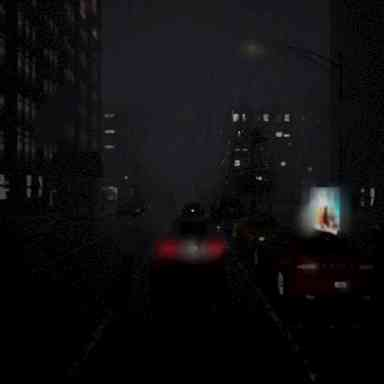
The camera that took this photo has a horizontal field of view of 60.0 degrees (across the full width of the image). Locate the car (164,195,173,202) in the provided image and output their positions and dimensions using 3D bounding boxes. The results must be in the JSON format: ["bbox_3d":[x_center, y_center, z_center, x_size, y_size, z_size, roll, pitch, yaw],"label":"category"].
[{"bbox_3d":[-5.677,1.535,79.415,1.752,1.417,4.829,1,0,0],"label":"car"}]

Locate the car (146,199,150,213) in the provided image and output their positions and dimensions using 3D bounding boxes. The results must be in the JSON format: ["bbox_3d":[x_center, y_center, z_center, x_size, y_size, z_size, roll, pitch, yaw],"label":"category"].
[{"bbox_3d":[-5.679,1.443,36.058,1.967,1.590,4.097,1,0,0],"label":"car"}]

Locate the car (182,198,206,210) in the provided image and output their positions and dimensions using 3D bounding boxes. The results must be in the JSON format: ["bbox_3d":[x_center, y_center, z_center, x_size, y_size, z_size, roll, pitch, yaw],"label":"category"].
[{"bbox_3d":[0.076,1.566,30.438,1.994,1.385,4.181,0,0,0],"label":"car"}]

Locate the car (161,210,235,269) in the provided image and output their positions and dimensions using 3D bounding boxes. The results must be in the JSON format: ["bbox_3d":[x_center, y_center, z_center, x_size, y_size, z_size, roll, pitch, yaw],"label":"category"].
[{"bbox_3d":[0.045,1.548,11.156,2.033,1.411,5.357,0,0,0],"label":"car"}]

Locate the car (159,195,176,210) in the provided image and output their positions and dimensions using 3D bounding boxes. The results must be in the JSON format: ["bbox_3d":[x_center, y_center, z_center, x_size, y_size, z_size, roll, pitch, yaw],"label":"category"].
[{"bbox_3d":[-3.075,1.529,43.224,1.812,1.442,4.674,0,0,0],"label":"car"}]

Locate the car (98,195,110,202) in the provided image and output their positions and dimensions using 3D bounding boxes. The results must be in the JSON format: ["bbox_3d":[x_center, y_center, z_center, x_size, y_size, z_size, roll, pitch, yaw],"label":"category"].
[{"bbox_3d":[-17.248,1.265,60.460,4.507,1.381,1.887,1,-1,0],"label":"car"}]

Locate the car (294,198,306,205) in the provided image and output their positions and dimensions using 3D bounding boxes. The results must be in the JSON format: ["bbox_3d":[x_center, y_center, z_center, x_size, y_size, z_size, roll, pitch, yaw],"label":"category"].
[{"bbox_3d":[20.851,1.753,60.782,4.097,1.590,1.967,1,-1,0],"label":"car"}]

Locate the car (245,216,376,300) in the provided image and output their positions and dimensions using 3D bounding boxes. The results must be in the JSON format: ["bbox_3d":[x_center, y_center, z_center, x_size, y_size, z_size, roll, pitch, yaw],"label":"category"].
[{"bbox_3d":[2.699,1.545,8.260,1.887,1.381,4.507,1,0,0],"label":"car"}]

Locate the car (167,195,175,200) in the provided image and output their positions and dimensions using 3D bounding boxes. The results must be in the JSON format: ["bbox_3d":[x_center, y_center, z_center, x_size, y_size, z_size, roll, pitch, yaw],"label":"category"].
[{"bbox_3d":[-5.677,1.557,90.631,1.887,1.381,4.507,1,0,0],"label":"car"}]

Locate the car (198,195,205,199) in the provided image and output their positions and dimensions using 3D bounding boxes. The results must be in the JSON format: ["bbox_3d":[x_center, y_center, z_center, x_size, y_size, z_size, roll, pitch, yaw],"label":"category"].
[{"bbox_3d":[2.704,1.555,85.093,1.887,1.381,4.507,1,0,0],"label":"car"}]

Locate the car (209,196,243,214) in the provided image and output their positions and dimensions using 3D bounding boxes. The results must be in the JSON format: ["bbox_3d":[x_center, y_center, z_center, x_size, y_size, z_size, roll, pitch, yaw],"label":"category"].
[{"bbox_3d":[2.702,1.316,24.937,2.192,1.841,5.009,1,0,0],"label":"car"}]

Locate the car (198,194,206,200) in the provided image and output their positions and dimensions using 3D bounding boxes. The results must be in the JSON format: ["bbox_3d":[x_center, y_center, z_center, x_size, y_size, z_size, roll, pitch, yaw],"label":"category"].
[{"bbox_3d":[2.705,1.452,90.617,1.967,1.590,4.097,1,0,0],"label":"car"}]

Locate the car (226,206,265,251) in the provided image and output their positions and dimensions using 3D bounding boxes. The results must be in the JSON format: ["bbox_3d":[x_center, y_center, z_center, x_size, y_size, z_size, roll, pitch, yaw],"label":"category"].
[{"bbox_3d":[2.700,1.526,13.989,1.752,1.417,4.829,1,0,0],"label":"car"}]

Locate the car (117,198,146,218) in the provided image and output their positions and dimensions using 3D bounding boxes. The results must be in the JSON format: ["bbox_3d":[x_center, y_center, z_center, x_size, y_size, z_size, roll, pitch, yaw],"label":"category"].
[{"bbox_3d":[-5.680,1.528,30.329,1.752,1.417,4.829,1,0,0],"label":"car"}]
